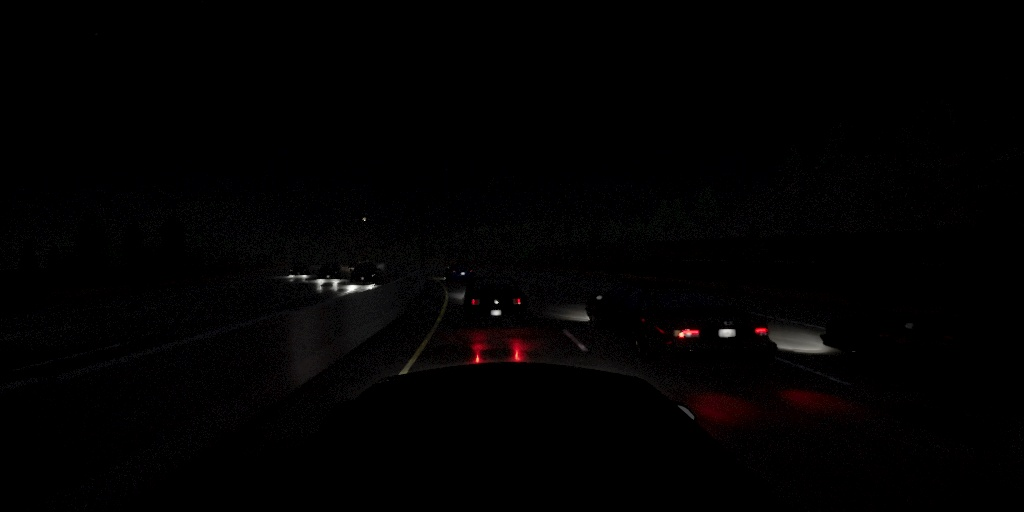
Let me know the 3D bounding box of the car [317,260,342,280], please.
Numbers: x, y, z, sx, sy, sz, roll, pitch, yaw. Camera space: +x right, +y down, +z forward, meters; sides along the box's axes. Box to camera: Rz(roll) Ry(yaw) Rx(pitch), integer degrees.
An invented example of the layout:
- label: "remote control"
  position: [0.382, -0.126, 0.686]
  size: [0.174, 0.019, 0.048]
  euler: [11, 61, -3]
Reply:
- label: "car"
  position: [-17.101, 1.414, 33.855]
  size: [2.033, 1.411, 5.357]
  euler: [0, 0, -22]

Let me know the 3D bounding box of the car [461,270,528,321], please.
- label: "car"
  position: [-0.715, 1.352, 12.566]
  size: [1.895, 1.301, 4.718]
  euler: [0, 0, -7]

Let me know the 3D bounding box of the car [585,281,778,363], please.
- label: "car"
  position: [3.251, 1.279, 8.238]
  size: [2.033, 1.411, 5.357]
  euler: [0, 0, -4]

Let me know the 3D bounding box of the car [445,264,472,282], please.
- label: "car"
  position: [-4.335, 1.330, 29.570]
  size: [1.994, 1.385, 4.181]
  euler: [0, 0, -16]

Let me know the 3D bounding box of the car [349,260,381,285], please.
- label: "car"
  position: [-11.196, 1.323, 27.455]
  size: [1.837, 1.490, 4.892]
  euler: [0, 0, -17]

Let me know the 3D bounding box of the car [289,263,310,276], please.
- label: "car"
  position: [-24.236, 1.478, 41.110]
  size: [2.033, 1.411, 5.357]
  euler: [-1, 0, -26]

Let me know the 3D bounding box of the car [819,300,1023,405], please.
- label: "car"
  position: [6.950, 1.265, 4.434]
  size: [2.033, 1.411, 5.357]
  euler: [0, 0, -2]
